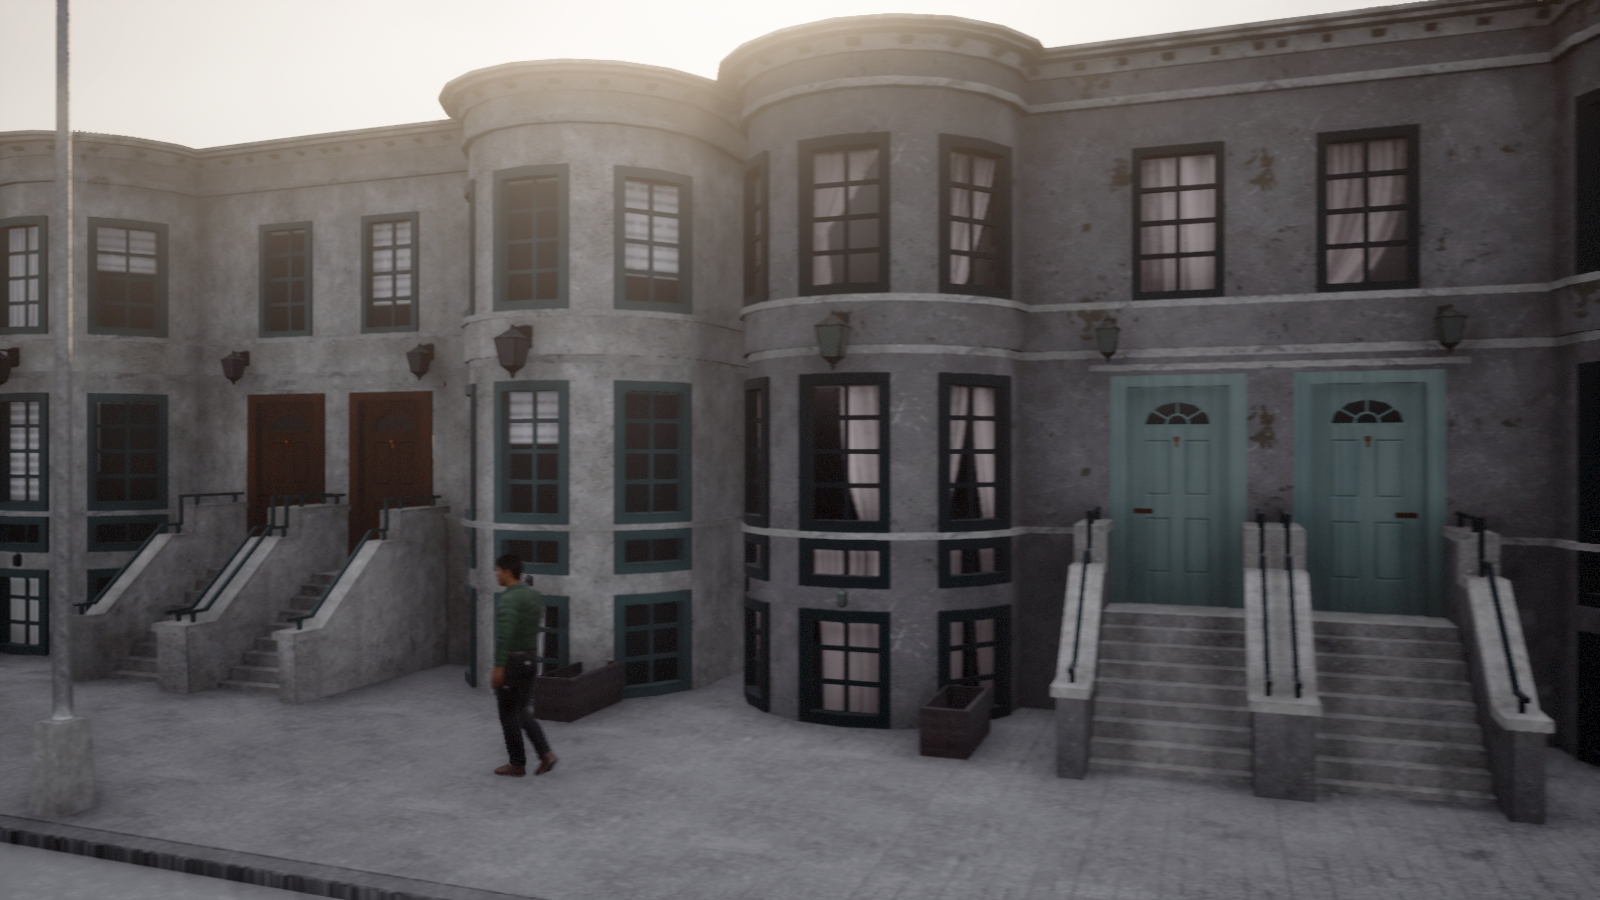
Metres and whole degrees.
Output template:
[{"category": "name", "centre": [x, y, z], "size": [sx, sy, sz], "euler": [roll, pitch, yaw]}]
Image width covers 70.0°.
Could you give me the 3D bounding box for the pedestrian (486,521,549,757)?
[{"category": "pedestrian", "centre": [-2.314, 1.526, 9.368], "size": [0.375, 1.860, 0.375], "euler": [0, 0, 13]}]
